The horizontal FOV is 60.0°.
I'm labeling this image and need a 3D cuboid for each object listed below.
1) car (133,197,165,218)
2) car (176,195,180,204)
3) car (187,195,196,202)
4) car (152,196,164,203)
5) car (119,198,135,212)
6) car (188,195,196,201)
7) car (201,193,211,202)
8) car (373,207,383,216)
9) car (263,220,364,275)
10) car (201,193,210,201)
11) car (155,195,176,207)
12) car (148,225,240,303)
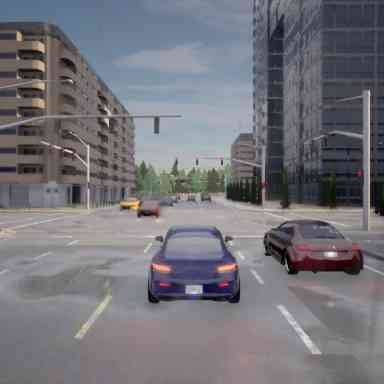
[{"bbox_3d":[-3.793,1.503,30.318,1.882,1.535,5.008,0,0,-1],"label":"car"},{"bbox_3d":[-3.822,1.526,65.176,1.812,1.442,4.674,0,0,1],"label":"car"},{"bbox_3d":[-0.151,1.540,77.431,2.033,1.411,5.357,0,0,1],"label":"car"},{"bbox_3d":[-7.227,1.552,70.570,1.994,1.385,4.181,0,0,1],"label":"car"},{"bbox_3d":[-7.420,1.487,39.913,1.882,1.535,5.008,0,0,-1],"label":"car"},{"bbox_3d":[-0.041,1.525,87.775,2.128,1.511,4.902,0,0,1],"label":"car"},{"bbox_3d":[3.350,1.355,77.639,2.097,1.767,4.553,0,0,1],"label":"car"},{"bbox_3d":[19.459,1.656,30.678,4.718,1.301,1.895,0,0,0],"label":"car"},{"bbox_3d":[3.556,1.564,10.496,1.994,1.385,4.181,0,0,0],"label":"car"},{"bbox_3d":[3.459,1.225,87.802,2.150,2.045,5.566,0,0,1],"label":"car"},{"bbox_3d":[-3.991,1.354,49.868,2.097,1.767,4.553,0,0,0],"label":"car"},{"bbox_3d":[0.047,1.526,8.073,1.812,1.442,4.674,0,0,0],"label":"car"}]
